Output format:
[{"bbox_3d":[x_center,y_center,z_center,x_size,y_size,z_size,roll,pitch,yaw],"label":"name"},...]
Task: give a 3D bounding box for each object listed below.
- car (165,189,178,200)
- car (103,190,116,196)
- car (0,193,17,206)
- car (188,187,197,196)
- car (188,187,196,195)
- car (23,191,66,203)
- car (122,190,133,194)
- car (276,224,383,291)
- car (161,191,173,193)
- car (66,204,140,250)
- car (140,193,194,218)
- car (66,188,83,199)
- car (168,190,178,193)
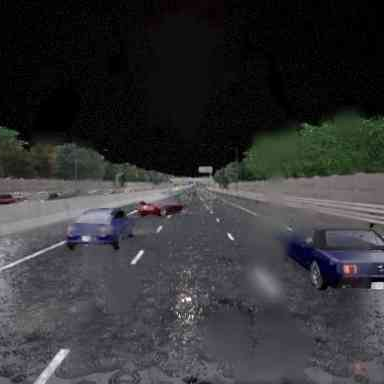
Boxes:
[{"bbox_3d":[-3.475,0.466,57.281,2.097,1.767,4.553,0,1,0],"label":"car"},{"bbox_3d":[-17.470,0.366,70.433,2.128,1.511,4.902,0,1,0],"label":"car"},{"bbox_3d":[-17.564,0.915,29.444,2.097,1.767,4.553,0,1,0],"label":"car"},{"bbox_3d":[0.035,0.203,80.788,1.837,1.490,4.892,0,1,0],"label":"car"},{"bbox_3d":[0.040,-0.328,94.566,2.150,2.045,5.566,0,1,0],"label":"car"},{"bbox_3d":[-14.068,0.884,31.491,2.097,1.767,4.553,0,1,0],"label":"car"},{"bbox_3d":[-13.969,0.257,72.233,1.812,1.442,4.674,0,1,0],"label":"car"},{"bbox_3d":[3.605,1.481,8.612,1.895,1.301,4.718,0,1,0],"label":"car"},{"bbox_3d":[-3.484,0.976,35.346,2.163,1.488,4.792,0,1,0],"label":"car"},{"bbox_3d":[-3.494,1.338,13.317,1.812,1.442,4.674,0,1,0],"label":"car"},{"bbox_3d":[-2.171,1.119,26.198,2.163,1.488,4.792,1,1,31],"label":"car"},{"bbox_3d":[-20.989,0.345,58.375,2.150,2.045,5.566,0,1,0],"label":"car"},{"bbox_3d":[-3.480,0.649,46.282,2.097,1.767,4.553,0,1,0],"label":"car"}]
